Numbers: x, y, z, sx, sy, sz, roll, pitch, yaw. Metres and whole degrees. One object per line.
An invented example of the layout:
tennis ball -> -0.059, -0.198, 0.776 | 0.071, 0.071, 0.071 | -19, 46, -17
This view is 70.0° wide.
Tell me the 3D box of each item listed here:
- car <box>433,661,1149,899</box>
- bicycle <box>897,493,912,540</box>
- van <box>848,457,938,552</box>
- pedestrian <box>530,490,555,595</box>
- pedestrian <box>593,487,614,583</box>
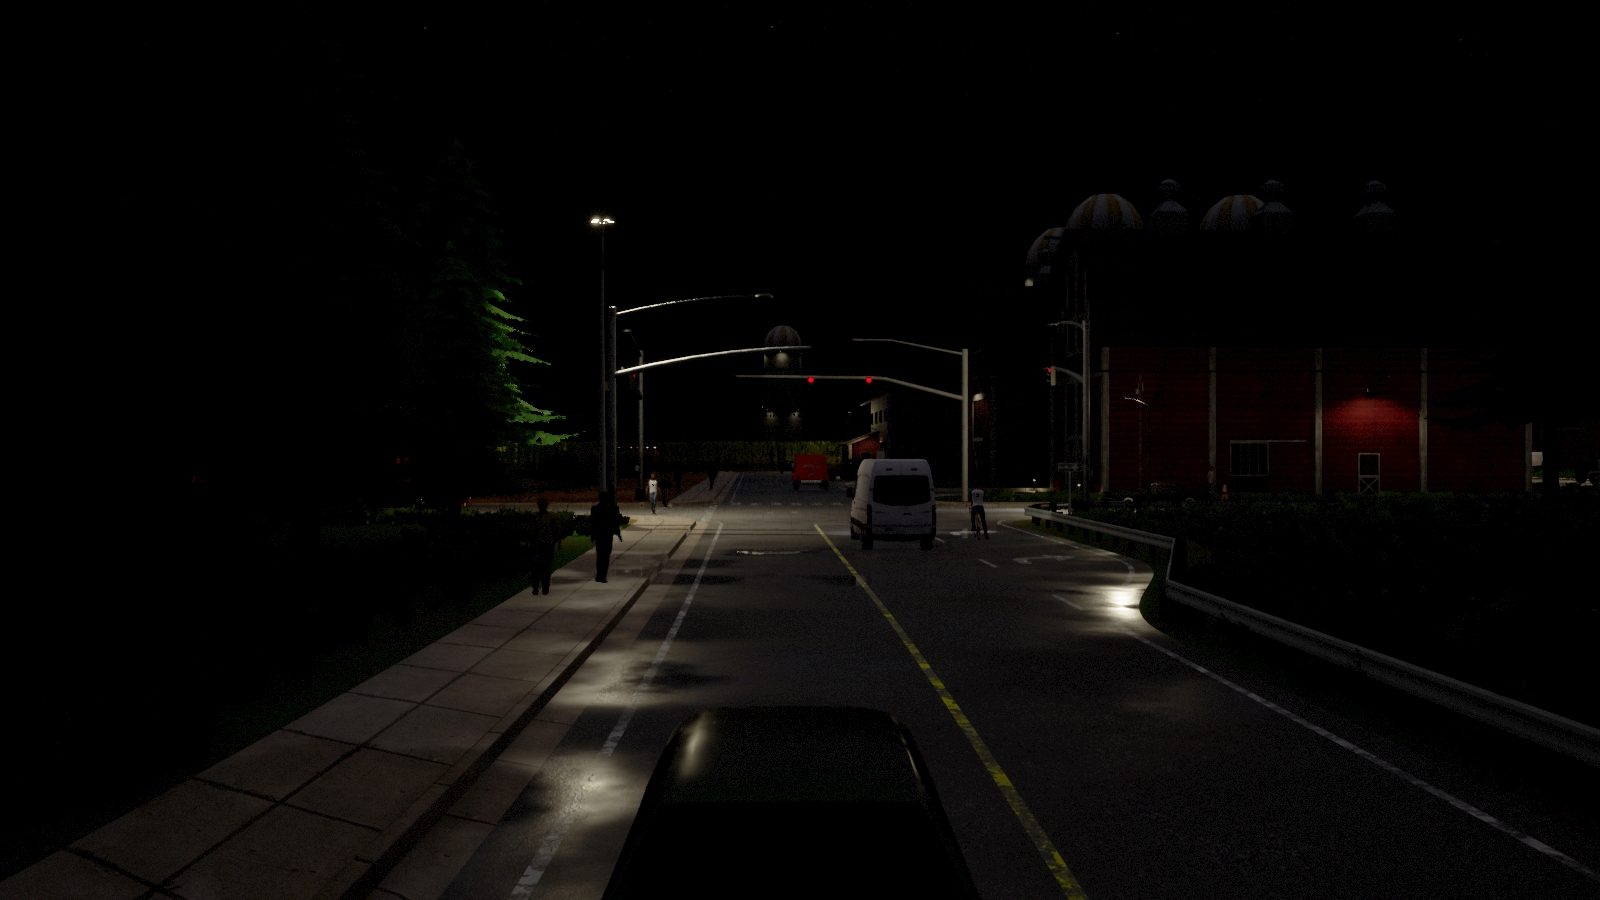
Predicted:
car -> -0.033, 1.973, 4.306 | 1.851, 1.617, 3.988 | 0, 0, 0
bicycle -> 3.290, 2.079, 36.037 | 0.373, 1.396, 1.643 | 0, 0, 3
van -> 2.659, 1.508, 34.092 | 1.988, 2.561, 5.915 | 0, 0, -2
pedestrian -> -4.658, 1.670, 20.697 | 0.375, 1.860, 0.375 | 0, 0, -1
pedestrian -> -3.886, 1.669, 22.609 | 0.375, 1.860, 0.375 | 0, 0, -14
